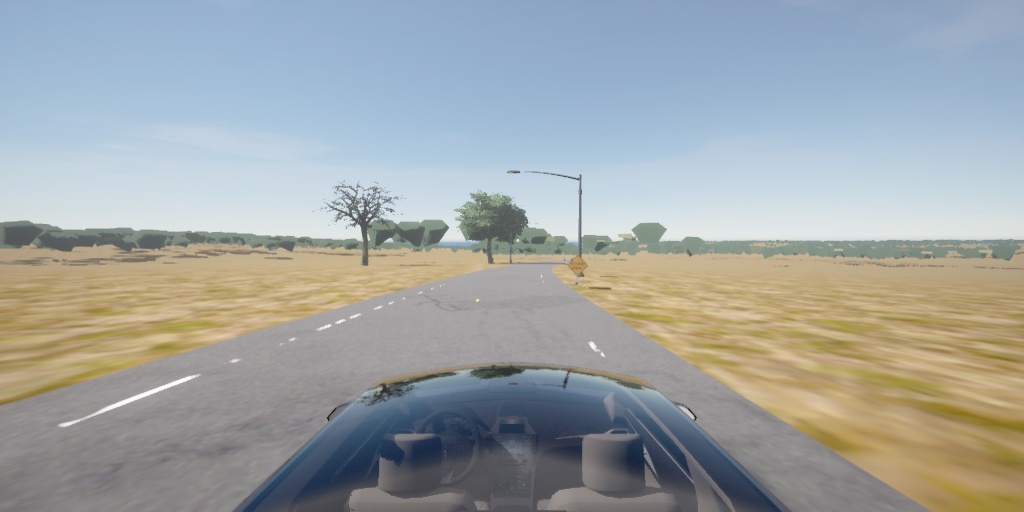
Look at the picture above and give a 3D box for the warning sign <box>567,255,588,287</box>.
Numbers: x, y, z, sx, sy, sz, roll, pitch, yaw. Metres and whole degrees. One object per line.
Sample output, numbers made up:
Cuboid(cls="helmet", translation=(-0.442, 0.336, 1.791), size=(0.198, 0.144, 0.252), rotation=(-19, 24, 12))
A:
Cuboid(cls="warning sign", translation=(3.977, 0.868, 22.023), size=(1.300, 1.860, 1.060), rotation=(0, 0, 2))
